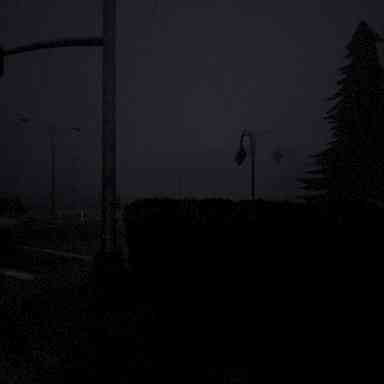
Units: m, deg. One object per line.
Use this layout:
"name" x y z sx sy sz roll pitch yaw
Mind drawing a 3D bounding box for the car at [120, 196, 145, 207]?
"car" -7.594 1.294 44.171 1.970 1.475 3.806 0 0 36

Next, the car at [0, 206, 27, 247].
"car" -8.952 1.484 12.696 1.812 1.442 4.674 0 0 35

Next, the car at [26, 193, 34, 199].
"car" -34.239 1.035 71.728 1.970 1.475 3.806 0 0 36

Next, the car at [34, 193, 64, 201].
"car" -28.839 0.975 68.245 2.152 1.636 5.027 0 0 36

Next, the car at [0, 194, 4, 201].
"car" -41.328 1.091 68.143 2.007 1.523 4.514 0 0 36

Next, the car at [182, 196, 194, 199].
"car" -0.843 1.291 48.456 1.845 1.501 3.633 0 0 36

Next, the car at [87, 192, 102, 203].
"car" -15.851 0.963 59.415 1.932 1.855 4.605 0 0 36

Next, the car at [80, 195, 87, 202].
"car" -18.451 0.934 60.776 1.905 1.878 3.866 0 0 36

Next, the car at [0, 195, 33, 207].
"car" -16.032 1.258 27.312 2.007 1.523 4.514 0 0 36
